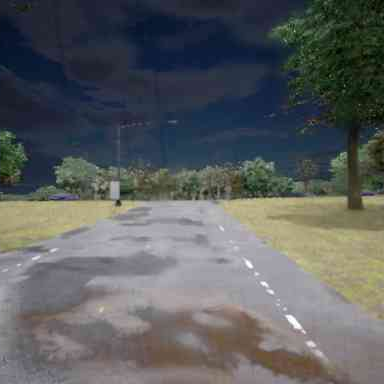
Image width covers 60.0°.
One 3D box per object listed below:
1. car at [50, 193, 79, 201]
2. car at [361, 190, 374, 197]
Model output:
[{"bbox_3d":[-21.372,0.886,55.808,4.674,1.442,1.812,-1,-2,1],"label":"car"},{"bbox_3d":[32.054,0.327,63.293,4.674,1.442,1.812,-1,-2,-1],"label":"car"}]
